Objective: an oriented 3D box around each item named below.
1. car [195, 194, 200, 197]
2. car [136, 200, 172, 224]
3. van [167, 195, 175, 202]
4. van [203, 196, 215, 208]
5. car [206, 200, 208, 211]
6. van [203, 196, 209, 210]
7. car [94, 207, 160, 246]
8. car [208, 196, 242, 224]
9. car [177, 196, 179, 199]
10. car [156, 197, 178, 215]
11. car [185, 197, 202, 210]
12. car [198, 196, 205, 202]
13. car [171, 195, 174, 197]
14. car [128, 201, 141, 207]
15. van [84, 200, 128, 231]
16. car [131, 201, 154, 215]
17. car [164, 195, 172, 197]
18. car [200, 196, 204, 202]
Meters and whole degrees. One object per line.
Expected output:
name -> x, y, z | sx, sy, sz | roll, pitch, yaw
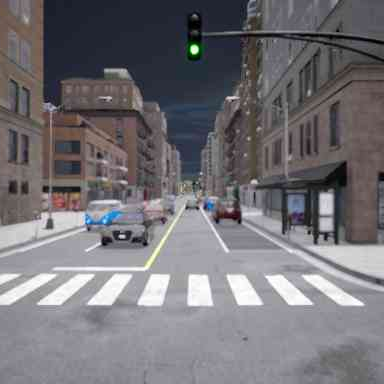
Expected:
car -> 2.271, 1.714, 75.675 | 2.097, 1.767, 4.553 | 0, 0, 0
car -> -2.844, 1.641, 25.854 | 1.812, 1.442, 4.674 | 0, 0, 0
van -> -5.382, 1.721, 85.629 | 1.690, 1.788, 3.998 | 0, 0, 0
van -> 2.686, 1.601, 53.193 | 1.690, 1.788, 3.998 | 0, 0, 0
car -> 2.704, 1.712, 31.567 | 2.008, 1.369, 4.403 | 0, 0, 0
van -> 2.696, 1.552, 42.380 | 1.690, 1.788, 3.998 | 0, 0, 0
car -> -2.846, 1.631, 15.552 | 1.994, 1.385, 4.181 | 0, 0, 0
car -> 2.710, 1.451, 26.161 | 2.192, 1.841, 5.009 | 0, 0, 0
car -> -5.381, 1.956, 91.034 | 2.008, 1.369, 4.403 | 0, 0, 0
car -> -2.831, 1.667, 36.199 | 1.837, 1.490, 4.892 | 0, 0, 0
car -> 0.062, 1.783, 46.271 | 1.994, 1.385, 4.181 | 0, 0, 0
car -> 2.653, 1.960, 91.204 | 1.752, 1.417, 4.829 | 0, 0, 0
car -> -5.387, 1.621, 69.410 | 2.192, 1.841, 5.009 | 0, 0, 0
car -> -5.401, 1.698, 31.566 | 1.947, 1.339, 4.313 | 0, 0, 0
van -> -5.403, 1.423, 20.754 | 1.690, 1.788, 3.998 | 0, 0, 0
car -> -5.399, 1.702, 36.972 | 1.887, 1.381, 4.507 | 0, 0, 0
car -> -5.390, 1.847, 64.003 | 1.947, 1.339, 4.313 | 0, 0, 0
car -> 2.691, 1.550, 47.787 | 2.192, 1.841, 5.009 | 0, 0, 0
